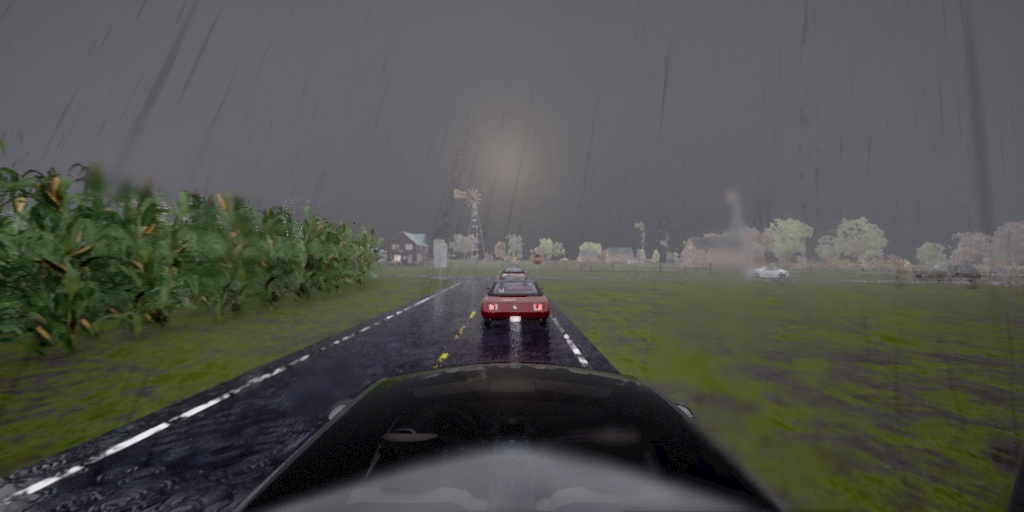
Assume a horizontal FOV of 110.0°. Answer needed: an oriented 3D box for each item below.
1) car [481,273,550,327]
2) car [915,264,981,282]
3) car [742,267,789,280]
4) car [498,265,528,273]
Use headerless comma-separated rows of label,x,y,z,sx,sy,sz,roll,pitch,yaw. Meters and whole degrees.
car,0.097,1.413,11.848,1.895,1.301,4.718,0,0,0
car,48.984,1.860,40.340,5.566,2.045,2.150,1,-1,0
car,28.474,1.907,40.333,4.674,1.442,1.812,1,-1,0
car,0.066,1.380,24.420,2.128,1.511,4.902,0,0,-1
